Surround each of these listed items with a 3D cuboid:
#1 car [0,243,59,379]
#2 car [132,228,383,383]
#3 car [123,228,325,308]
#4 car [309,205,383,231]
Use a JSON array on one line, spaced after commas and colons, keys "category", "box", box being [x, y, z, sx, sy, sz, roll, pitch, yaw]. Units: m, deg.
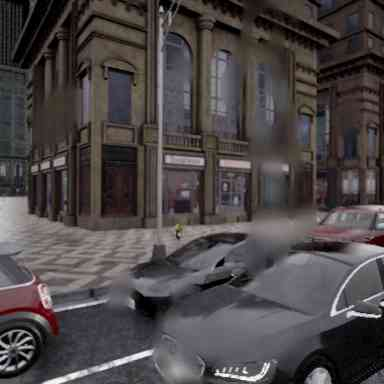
[{"category": "car", "box": [-3.875, 1.435, 3.886, 4.097, 1.590, 1.967, 0, 0, -35]}, {"category": "car", "box": [1.831, 1.525, 4.675, 4.892, 1.490, 1.837, 0, 0, -35]}, {"category": "car", "box": [0.692, 1.589, 7.129, 4.313, 1.339, 1.947, 0, 0, -35]}, {"category": "car", "box": [5.261, 1.367, 10.372, 5.009, 1.841, 2.192, 0, 0, -35]}]
